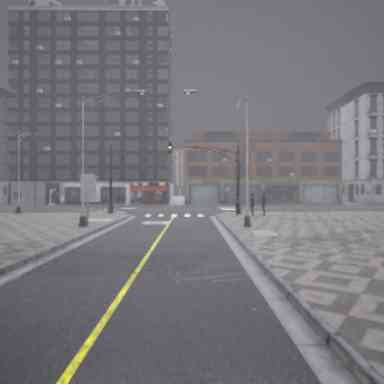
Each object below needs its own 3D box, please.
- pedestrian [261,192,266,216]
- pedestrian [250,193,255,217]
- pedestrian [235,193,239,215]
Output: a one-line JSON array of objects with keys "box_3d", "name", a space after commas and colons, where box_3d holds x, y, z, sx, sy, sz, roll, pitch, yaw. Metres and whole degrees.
[{"box_3d": [5.611, 0.939, 26.108, 0.375, 1.860, 0.375, 0, 0, 0], "name": "pedestrian"}, {"box_3d": [4.612, 0.949, 25.507, 0.375, 1.860, 0.375, 0, 0, 0], "name": "pedestrian"}, {"box_3d": [3.611, 0.944, 26.706, 0.375, 1.860, 0.375, 0, 0, 0], "name": "pedestrian"}]
